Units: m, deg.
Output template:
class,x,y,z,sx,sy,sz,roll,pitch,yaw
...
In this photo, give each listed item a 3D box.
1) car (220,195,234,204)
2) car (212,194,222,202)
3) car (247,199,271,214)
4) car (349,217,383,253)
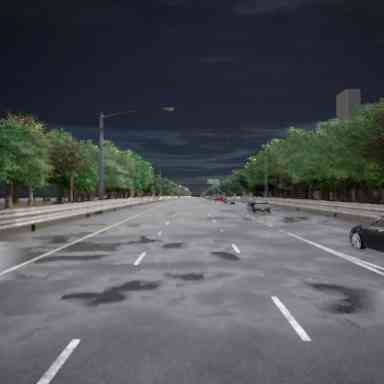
class,x,y,z,sx,sy,sz,roll,pitch,yaw
car,7.101,1.688,64.881,2.033,1.411,5.357,0,0,0
car,7.255,1.653,89.911,2.150,2.045,5.566,0,-1,0
car,7.009,1.499,35.323,2.128,1.511,4.902,0,0,0
car,7.318,1.512,11.359,1.837,1.490,4.892,0,0,-4
